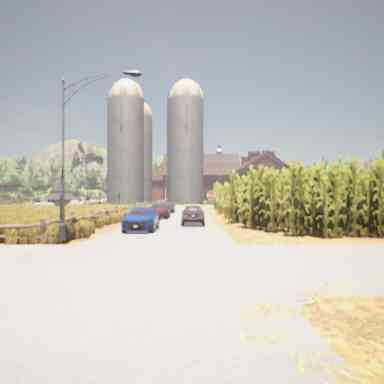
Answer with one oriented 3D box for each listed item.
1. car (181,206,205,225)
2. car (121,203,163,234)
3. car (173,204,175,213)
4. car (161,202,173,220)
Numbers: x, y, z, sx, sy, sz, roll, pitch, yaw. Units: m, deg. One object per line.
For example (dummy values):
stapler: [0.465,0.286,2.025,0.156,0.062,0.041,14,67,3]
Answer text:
car: [0.086,1.868,27.312,2.033,1.411,5.357,0,-1,0]
car: [-3.206,1.721,21.345,1.882,1.535,5.008,0,-1,0]
car: [-3.178,2.007,43.718,2.033,1.411,5.357,0,0,0]
car: [-3.210,1.859,33.063,1.882,1.535,5.008,0,-1,0]
